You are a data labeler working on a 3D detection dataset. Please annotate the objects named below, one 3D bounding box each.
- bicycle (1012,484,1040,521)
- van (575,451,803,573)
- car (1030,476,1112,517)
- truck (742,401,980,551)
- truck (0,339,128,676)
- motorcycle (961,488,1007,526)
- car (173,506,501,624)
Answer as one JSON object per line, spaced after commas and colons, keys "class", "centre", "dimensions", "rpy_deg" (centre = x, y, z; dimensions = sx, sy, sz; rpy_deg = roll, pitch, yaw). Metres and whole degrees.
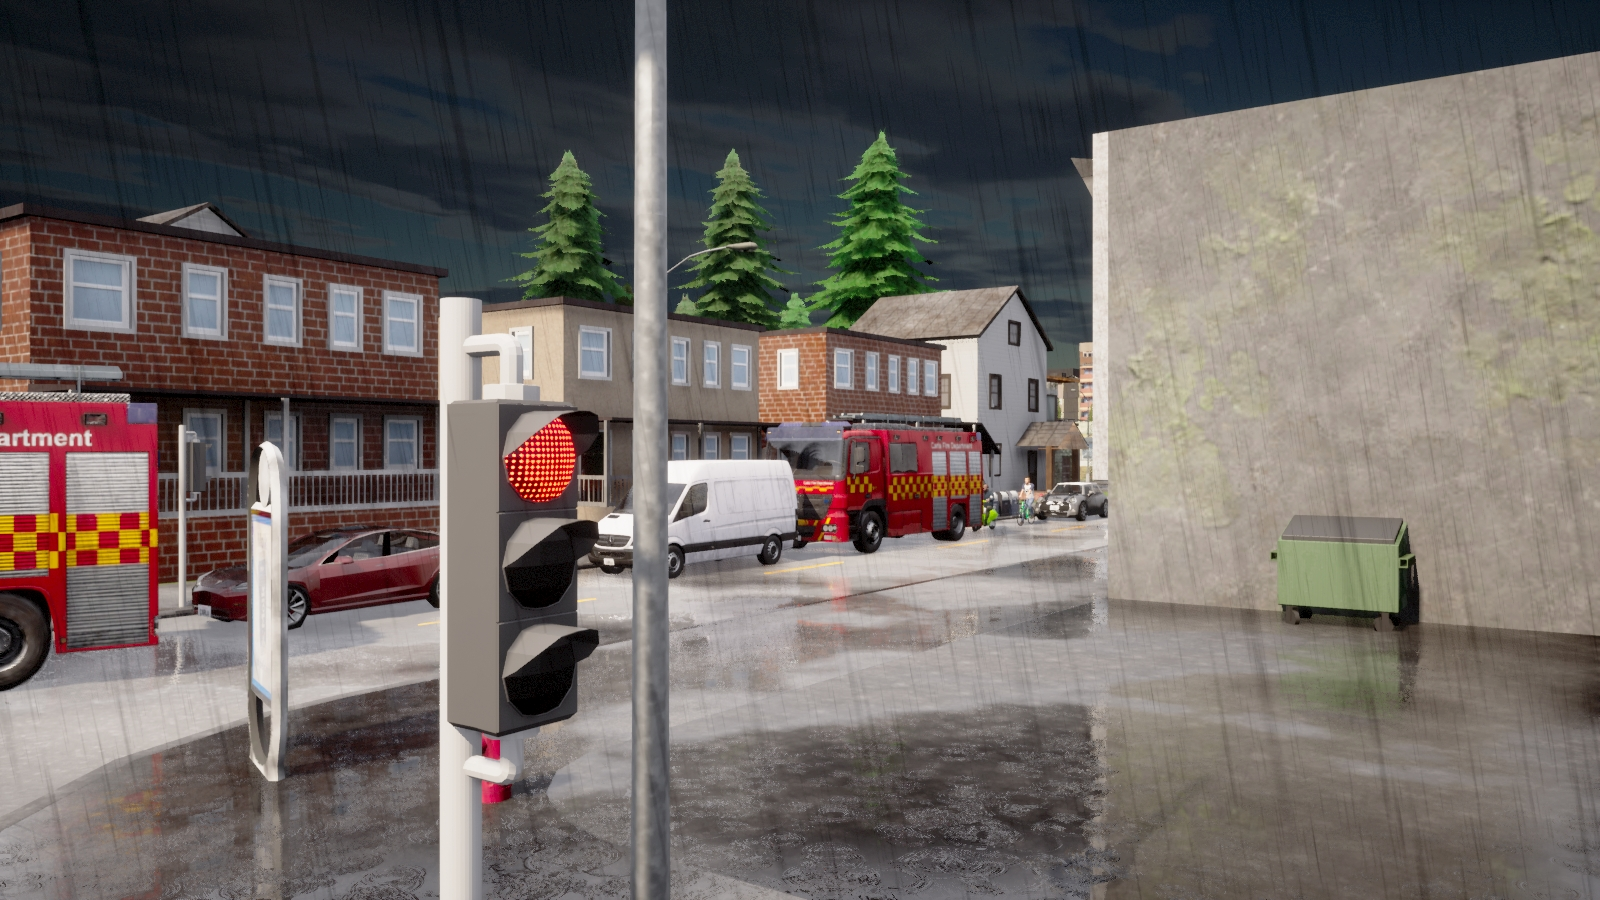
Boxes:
{"class": "bicycle", "centre": [8.406, 1.928, 42.476], "dimensions": [0.373, 1.296, 1.643], "rpy_deg": [0, 0, 35]}
{"class": "van", "centre": [-2.442, 1.307, 26.996], "dimensions": [1.988, 2.561, 5.915], "rpy_deg": [0, 0, 35]}
{"class": "car", "centre": [11.003, 1.837, 46.179], "dimensions": [1.970, 1.475, 3.806], "rpy_deg": [0, 0, 35]}
{"class": "truck", "centre": [2.054, 0.663, 33.403], "dimensions": [2.891, 3.827, 8.468], "rpy_deg": [0, 0, 35]}
{"class": "truck", "centre": [-12.369, 0.662, 12.531], "dimensions": [8.468, 3.827, 2.891], "rpy_deg": [0, 0, -33]}
{"class": "motorcycle", "centre": [6.398, 1.954, 39.613], "dimensions": [0.856, 1.236, 1.805], "rpy_deg": [0, 0, 35]}
{"class": "car", "centre": [-7.706, 1.835, 19.492], "dimensions": [2.163, 1.488, 4.792], "rpy_deg": [0, 0, 35]}
